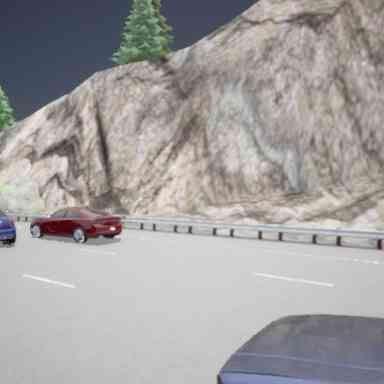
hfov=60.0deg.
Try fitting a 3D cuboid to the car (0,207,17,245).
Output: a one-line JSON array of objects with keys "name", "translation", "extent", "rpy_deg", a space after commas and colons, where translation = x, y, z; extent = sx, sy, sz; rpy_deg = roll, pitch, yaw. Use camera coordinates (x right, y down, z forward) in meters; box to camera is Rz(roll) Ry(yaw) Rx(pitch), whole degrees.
[{"name": "car", "translation": [-9.571, 1.335, 14.093], "extent": [4.553, 1.767, 2.097], "rpy_deg": [0, 0, 31]}]

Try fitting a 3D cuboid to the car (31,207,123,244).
[{"name": "car", "translation": [-5.565, 1.453, 15.783], "extent": [5.008, 1.535, 1.882], "rpy_deg": [0, 0, 31]}]

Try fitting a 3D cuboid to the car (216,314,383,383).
[{"name": "car", "translation": [2.732, 1.540, 1.987], "extent": [5.357, 1.411, 2.033], "rpy_deg": [0, 0, 36]}]
